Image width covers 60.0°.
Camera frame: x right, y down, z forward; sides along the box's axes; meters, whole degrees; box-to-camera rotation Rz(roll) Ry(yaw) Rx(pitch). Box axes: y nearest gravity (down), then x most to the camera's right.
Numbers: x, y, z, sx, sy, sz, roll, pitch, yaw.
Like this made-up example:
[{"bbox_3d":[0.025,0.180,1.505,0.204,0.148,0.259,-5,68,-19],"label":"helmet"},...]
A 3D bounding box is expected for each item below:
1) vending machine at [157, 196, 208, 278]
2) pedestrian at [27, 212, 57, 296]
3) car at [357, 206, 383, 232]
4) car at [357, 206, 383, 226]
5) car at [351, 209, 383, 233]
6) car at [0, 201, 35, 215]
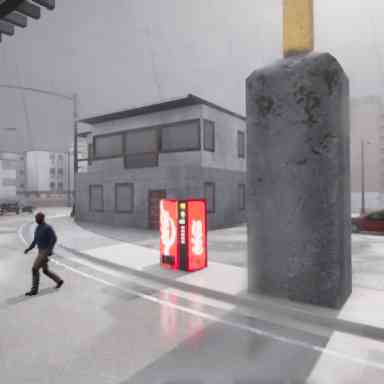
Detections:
[{"bbox_3d":[-0.251,1.181,9.303,0.880,2.100,1.100,-1,0,44],"label":"vending machine"},{"bbox_3d":[-3.302,1.283,7.312,0.375,1.860,0.375,1,-1,-45],"label":"pedestrian"},{"bbox_3d":[13.583,1.882,22.670,3.988,1.617,1.851,1,0,34],"label":"car"},{"bbox_3d":[16.953,2.034,28.237,5.027,1.636,2.152,-1,0,34],"label":"car"},{"bbox_3d":[11.797,1.872,20.256,5.357,1.415,2.033,0,0,34],"label":"car"},{"bbox_3d":[-18.649,1.673,35.794,2.128,1.511,4.902,-1,-1,-1],"label":"car"}]
